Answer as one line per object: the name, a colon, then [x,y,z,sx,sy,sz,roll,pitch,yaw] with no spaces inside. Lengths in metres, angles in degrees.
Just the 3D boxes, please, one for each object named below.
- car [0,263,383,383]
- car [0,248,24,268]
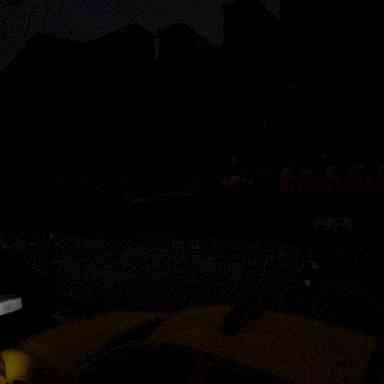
car: [0.178,1.537,2.662,4.829,1.417,1.752,-1,1,36]
car: [-4.186,1.627,5.777,4.313,1.339,1.947,-1,1,36]
